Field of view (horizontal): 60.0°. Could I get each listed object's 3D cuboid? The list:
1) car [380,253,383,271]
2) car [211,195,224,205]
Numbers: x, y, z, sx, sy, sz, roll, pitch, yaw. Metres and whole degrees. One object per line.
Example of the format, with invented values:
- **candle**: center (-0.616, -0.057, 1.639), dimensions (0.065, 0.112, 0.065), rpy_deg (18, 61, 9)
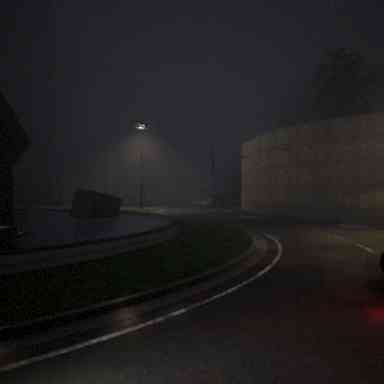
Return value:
- **car**: center (6.998, 1.678, 8.061), dimensions (4.718, 1.301, 1.895), rpy_deg (0, 0, -23)
- **car**: center (5.473, 1.629, 70.422), dimensions (2.150, 2.045, 5.566), rpy_deg (0, 0, 13)
